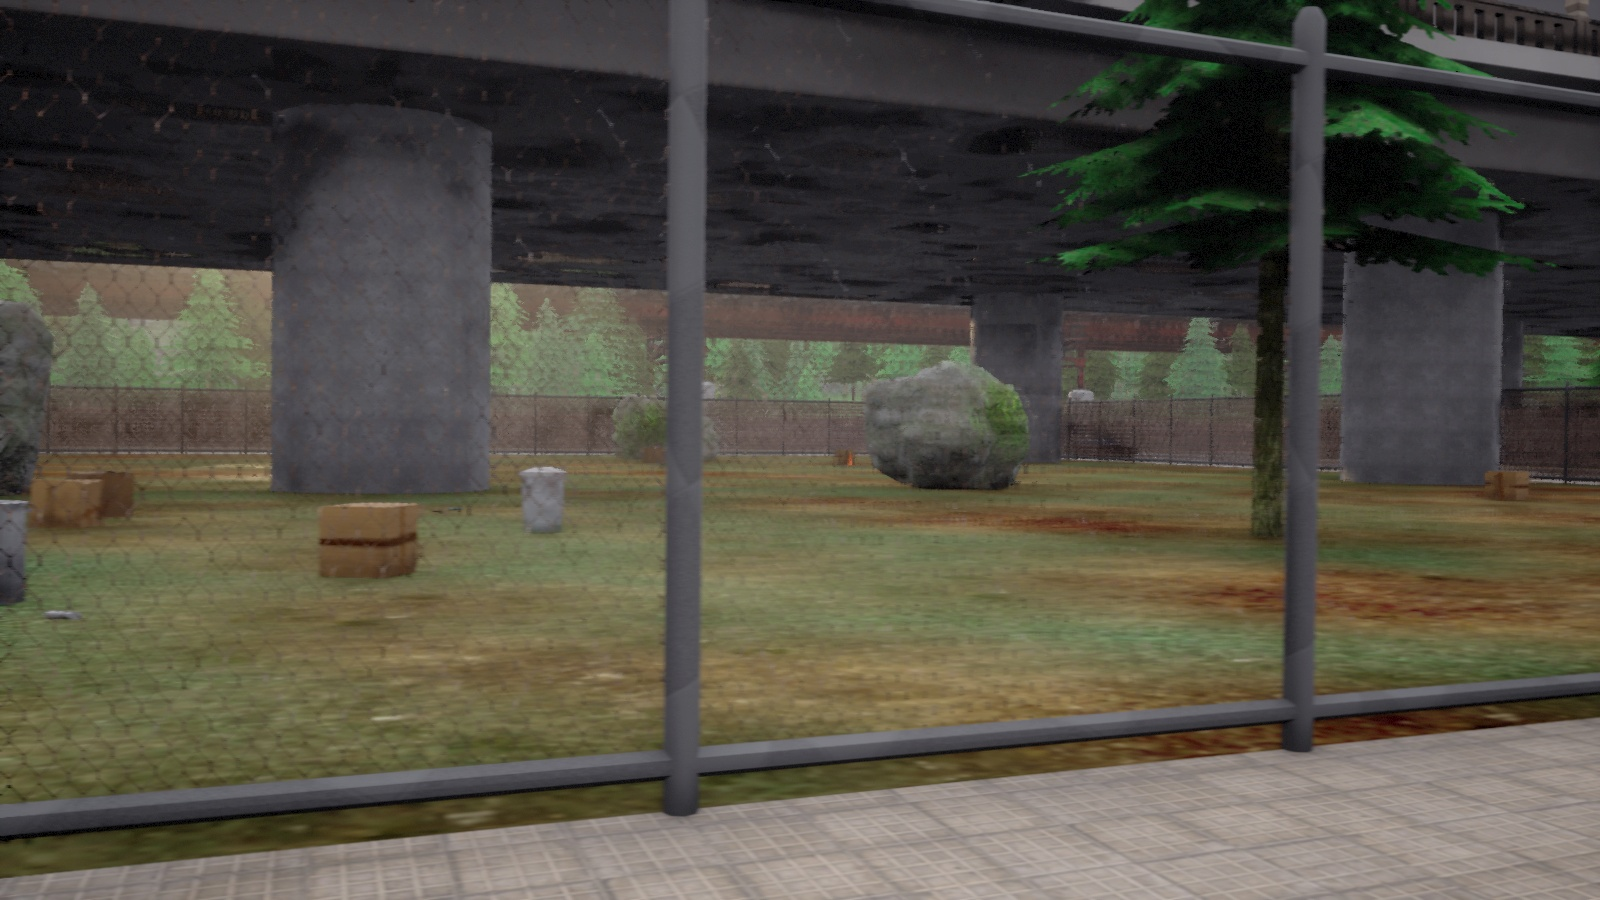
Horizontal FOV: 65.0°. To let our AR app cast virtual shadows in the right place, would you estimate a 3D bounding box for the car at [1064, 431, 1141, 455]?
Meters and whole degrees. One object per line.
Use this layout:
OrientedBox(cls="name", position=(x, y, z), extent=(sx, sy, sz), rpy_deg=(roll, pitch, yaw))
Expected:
OrientedBox(cls="car", position=(17.171, -0.394, 71.417), extent=(1.895, 1.301, 4.718), rpy_deg=(-1, 1, -21))
